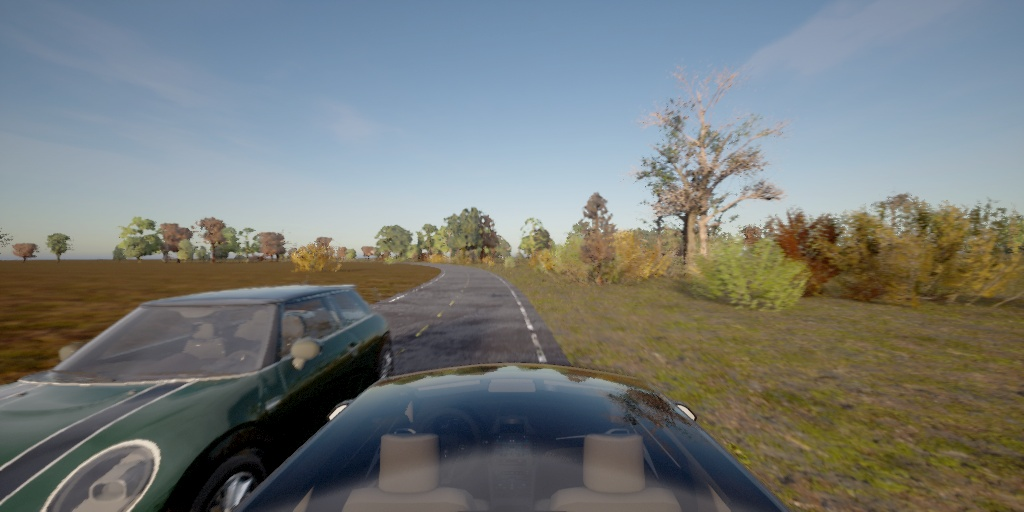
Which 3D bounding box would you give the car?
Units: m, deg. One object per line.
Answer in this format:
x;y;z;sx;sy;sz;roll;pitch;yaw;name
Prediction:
-2.796;1.134;3.563;2.097;1.767;4.553;0;0;-2;car
